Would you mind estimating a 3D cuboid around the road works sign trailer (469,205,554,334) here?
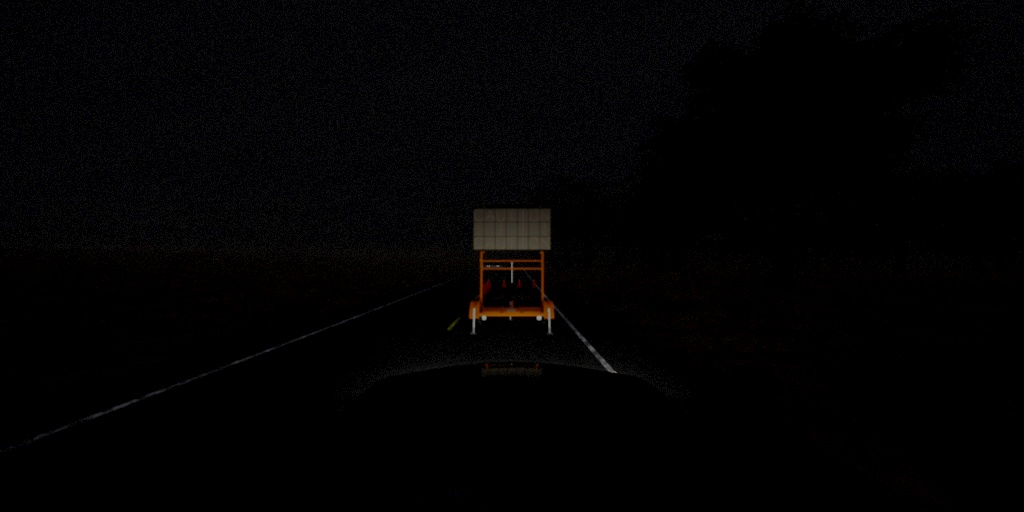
[{"bbox_3d":[0.002,0.266,10.796,2.380,3.560,2.880,0,0,1],"label":"road works sign trailer"}]
